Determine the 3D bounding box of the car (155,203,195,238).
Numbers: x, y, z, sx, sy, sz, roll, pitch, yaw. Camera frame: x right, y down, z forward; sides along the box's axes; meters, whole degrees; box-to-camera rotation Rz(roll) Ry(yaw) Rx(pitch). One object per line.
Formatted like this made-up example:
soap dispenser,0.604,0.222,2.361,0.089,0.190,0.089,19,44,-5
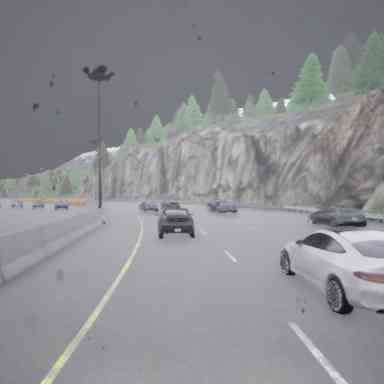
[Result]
car,-0.961,1.598,18.455,1.837,1.490,4.892,0,0,-7

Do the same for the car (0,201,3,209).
car,-35.088,2.234,59.658,2.033,1.411,5.357,-1,0,-27

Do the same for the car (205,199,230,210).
car,3.567,1.762,47.654,1.895,1.301,4.718,-1,0,-17

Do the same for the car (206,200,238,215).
car,3.295,1.661,35.867,2.033,1.411,5.357,-1,0,-13

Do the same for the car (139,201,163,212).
car,-5.582,1.801,42.335,2.033,1.411,5.357,-1,0,-17

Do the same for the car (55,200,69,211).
car,-19.599,1.940,50.159,1.882,1.535,5.008,-1,0,-20

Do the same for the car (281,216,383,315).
car,3.463,1.515,7.439,1.812,1.442,4.674,-1,0,-2

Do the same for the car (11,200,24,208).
car,-31.203,2.149,59.639,2.128,1.511,4.902,-1,0,-25

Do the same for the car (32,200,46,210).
car,-24.958,2.049,54.247,1.837,1.490,4.892,0,0,-22

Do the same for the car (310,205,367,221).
car,9.181,1.541,21.245,1.994,1.385,4.181,-1,0,-7

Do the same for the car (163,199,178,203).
car,-3.047,1.742,45.681,1.837,1.490,4.892,0,0,-18
